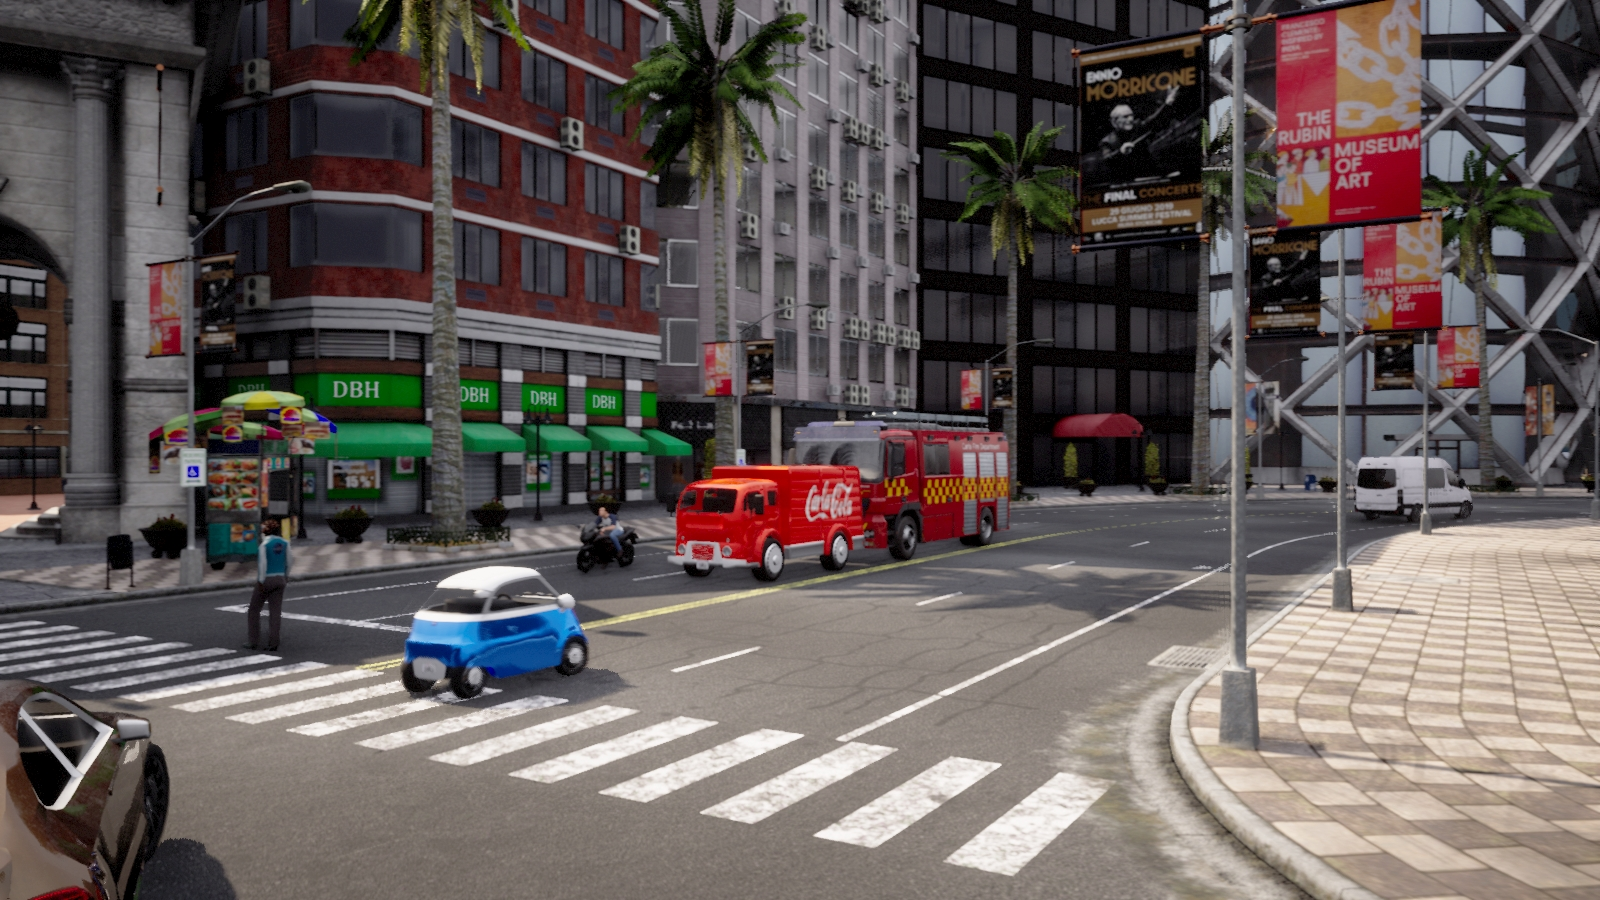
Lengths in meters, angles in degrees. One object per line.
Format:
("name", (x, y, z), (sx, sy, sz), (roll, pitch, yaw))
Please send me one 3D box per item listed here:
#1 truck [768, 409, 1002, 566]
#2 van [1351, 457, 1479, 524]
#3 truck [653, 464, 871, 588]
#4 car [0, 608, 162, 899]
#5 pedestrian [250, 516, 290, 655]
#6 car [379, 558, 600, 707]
("truck", (2.675, 0.913, 32.168), (2.891, 3.827, 8.468), (0, 0, 33))
("van", (24.971, 1.558, 46.313), (5.915, 2.561, 1.988), (0, 0, -33))
("truck", (-0.728, 1.588, 26.234), (2.627, 2.467, 5.204), (0, 0, 30))
("car", (-4.517, 1.999, 5.749), (2.152, 1.651, 5.027), (0, 0, -28))
("pedestrian", (-7.361, 1.864, 15.867), (0.375, 1.860, 0.375), (0, 0, 35))
("car", (-3.708, 2.132, 13.874), (1.481, 1.376, 2.207), (0, 0, 26))
